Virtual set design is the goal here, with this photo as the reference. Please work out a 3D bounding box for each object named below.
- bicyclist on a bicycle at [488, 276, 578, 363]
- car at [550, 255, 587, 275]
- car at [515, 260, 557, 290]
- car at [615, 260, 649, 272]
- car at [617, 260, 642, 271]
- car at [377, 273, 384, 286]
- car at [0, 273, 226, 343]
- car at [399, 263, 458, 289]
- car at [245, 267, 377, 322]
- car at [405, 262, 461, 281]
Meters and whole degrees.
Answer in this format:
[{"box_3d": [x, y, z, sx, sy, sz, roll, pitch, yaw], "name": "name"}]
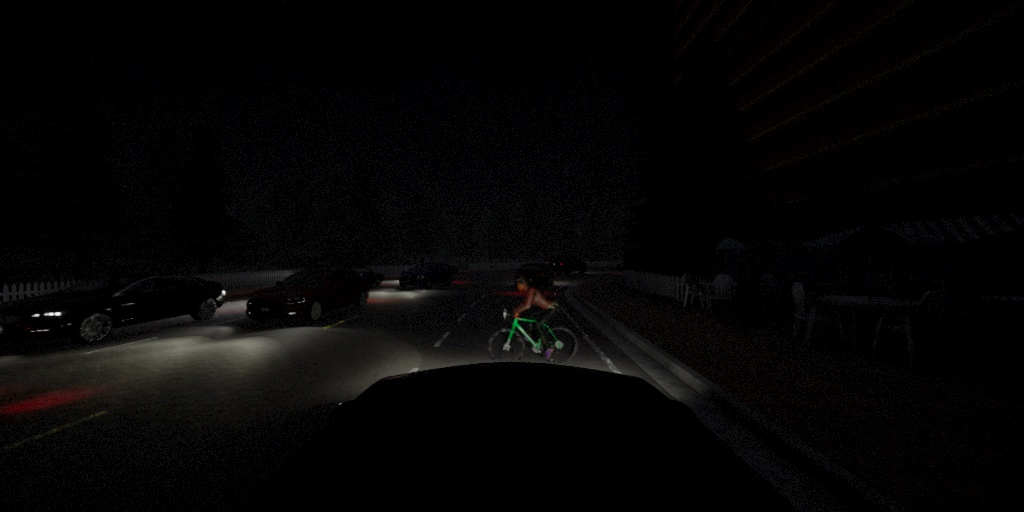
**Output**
[{"box_3d": [0.370, 1.190, 6.563, 1.656, 1.620, 0.582, -2, 0, 1], "name": "bicyclist on a bicycle"}, {"box_3d": [5.975, 0.945, 38.656, 2.150, 2.045, 5.566, 0, 0, 38], "name": "car"}, {"box_3d": [1.511, 1.213, 22.582, 1.882, 1.535, 5.008, 0, 0, 12], "name": "car"}, {"box_3d": [15.774, 1.283, 46.993, 4.181, 1.385, 1.994, 0, 0, -31], "name": "car"}, {"box_3d": [15.104, 1.199, 42.476, 5.008, 1.535, 1.882, 0, 0, -36], "name": "car"}, {"box_3d": [-9.566, 1.337, 21.139, 1.895, 1.301, 4.718, 0, 0, 9], "name": "car"}, {"box_3d": [-10.387, 1.237, 9.731, 2.128, 1.511, 4.902, 0, 0, 2], "name": "car"}, {"box_3d": [-5.501, 1.212, 23.615, 1.882, 1.535, 5.008, 0, 0, 14], "name": "car"}, {"box_3d": [-6.787, 1.220, 12.526, 1.882, 1.535, 5.008, 0, 0, 3], "name": "car"}, {"box_3d": [-6.735, 1.277, 31.329, 2.033, 1.411, 5.357, 0, 0, 22], "name": "car"}]
